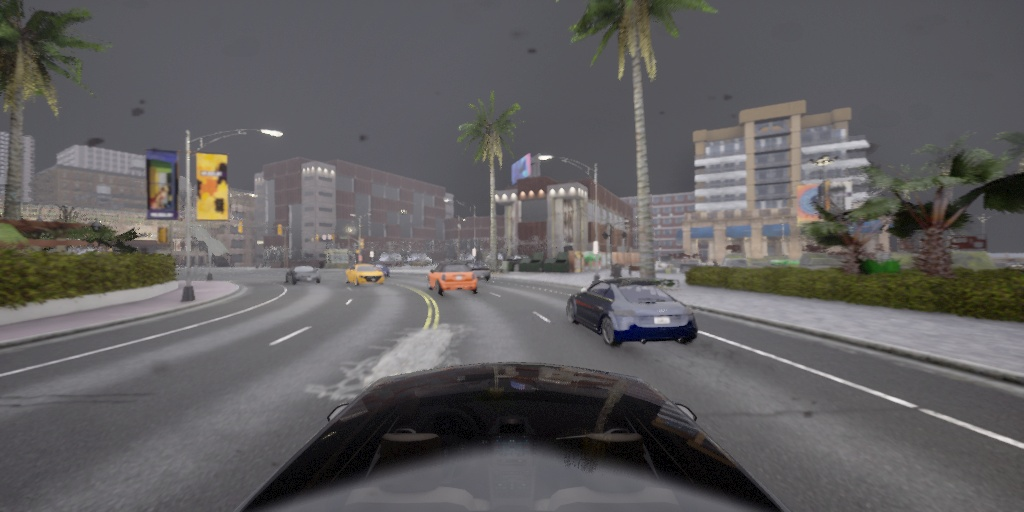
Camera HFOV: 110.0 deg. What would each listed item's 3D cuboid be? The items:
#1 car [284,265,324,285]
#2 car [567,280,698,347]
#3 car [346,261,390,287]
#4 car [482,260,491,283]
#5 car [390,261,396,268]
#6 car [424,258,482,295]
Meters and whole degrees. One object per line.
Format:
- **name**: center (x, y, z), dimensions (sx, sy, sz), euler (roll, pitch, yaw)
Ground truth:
- **car**: center (-16.404, 1.457, 28.117), dimensions (1.812, 1.442, 4.674), euler (0, 0, -41)
- **car**: center (2.845, 1.303, 9.393), dimensions (1.994, 1.385, 4.181), euler (0, 0, -7)
- **car**: center (-10.973, 1.361, 26.685), dimensions (1.882, 1.535, 5.008), euler (0, 0, -35)
- **car**: center (-3.348, 1.313, 27.884), dimensions (2.128, 1.511, 4.902), euler (0, 0, -30)
- **car**: center (-13.829, 1.448, 35.651), dimensions (4.674, 1.442, 1.812), euler (-1, 0, 43)
- **car**: center (-3.519, 1.163, 20.537), dimensions (2.097, 1.767, 4.553), euler (-1, 0, -21)
